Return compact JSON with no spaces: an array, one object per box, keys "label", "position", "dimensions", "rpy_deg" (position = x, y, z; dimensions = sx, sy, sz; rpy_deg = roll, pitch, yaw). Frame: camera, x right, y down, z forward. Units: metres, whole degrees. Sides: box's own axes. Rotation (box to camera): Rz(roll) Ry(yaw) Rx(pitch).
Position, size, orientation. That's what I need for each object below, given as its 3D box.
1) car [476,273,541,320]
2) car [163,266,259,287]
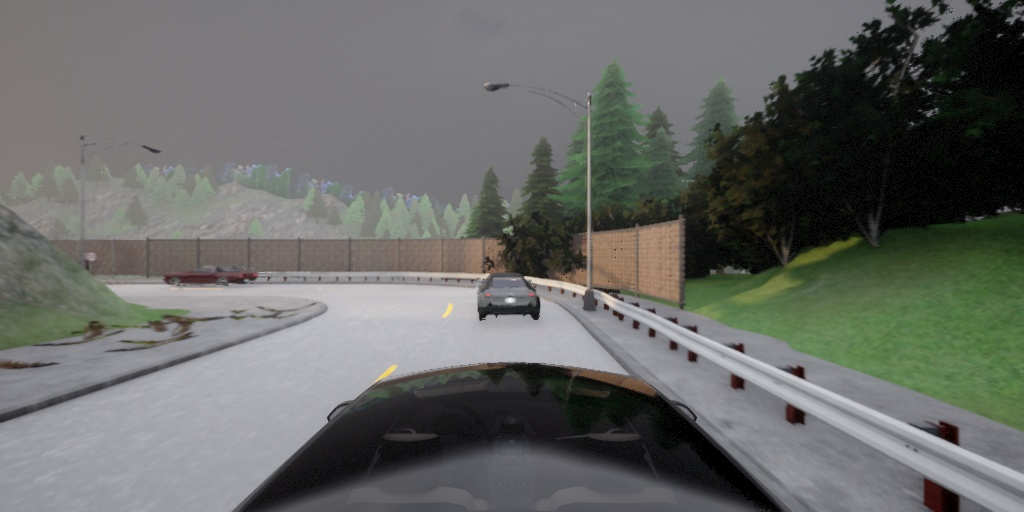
[{"label":"car","position":[-0.236,1.274,12.582],"dimensions":[1.994,1.385,4.181],"rpy_deg":[0,0,-5]},{"label":"car","position":[-19.120,1.269,22.826],"dimensions":[4.718,1.301,1.895],"rpy_deg":[0,0,-2]}]
